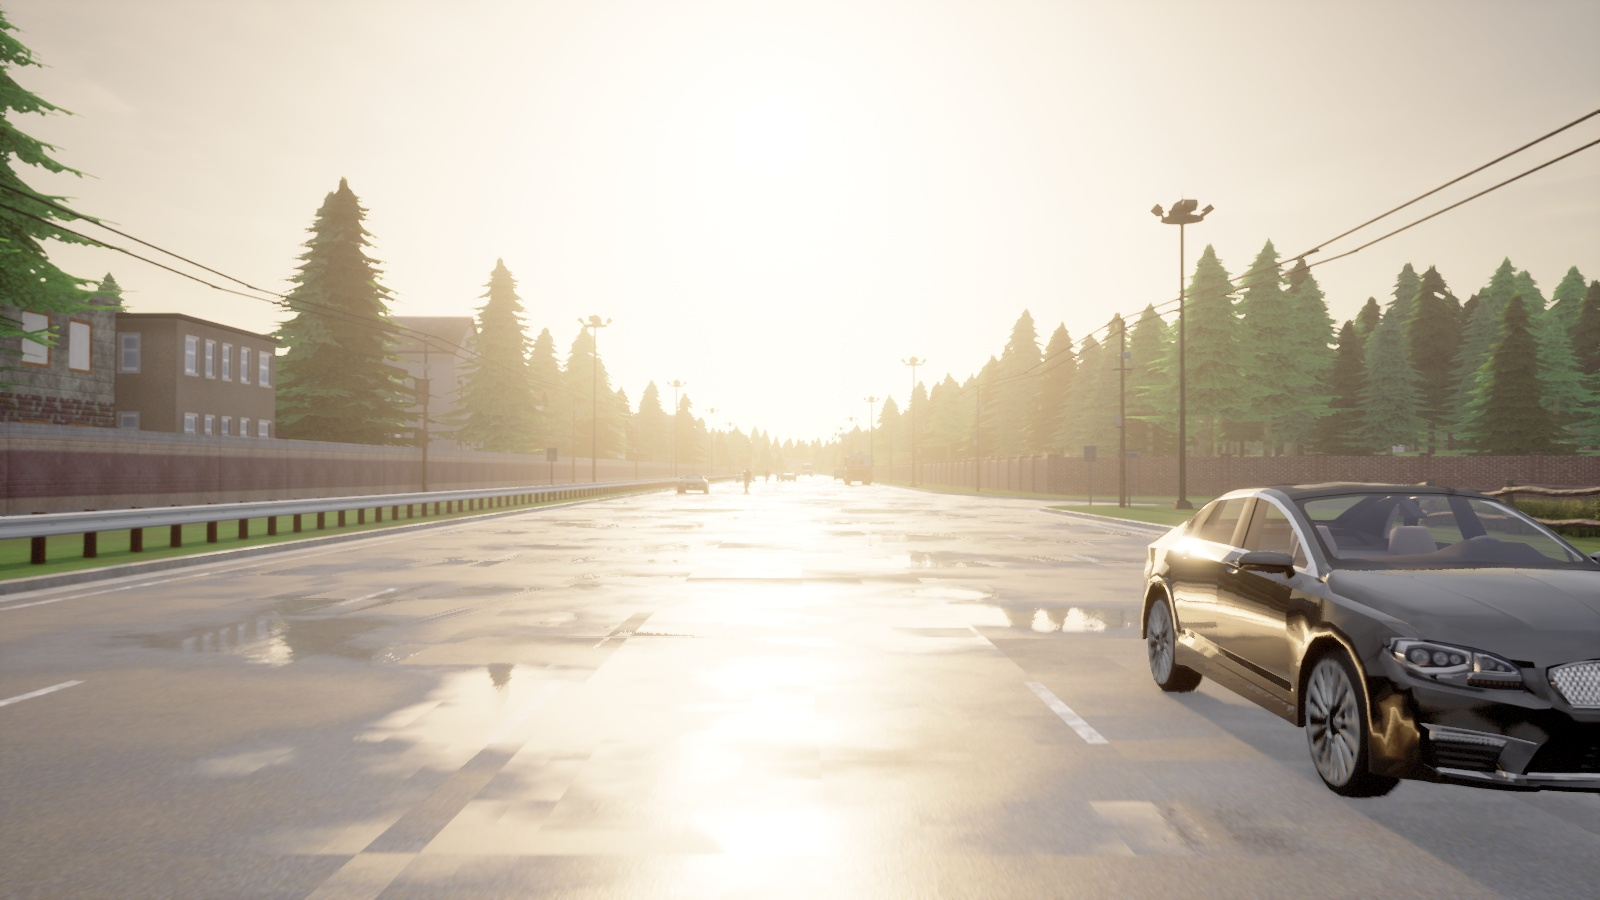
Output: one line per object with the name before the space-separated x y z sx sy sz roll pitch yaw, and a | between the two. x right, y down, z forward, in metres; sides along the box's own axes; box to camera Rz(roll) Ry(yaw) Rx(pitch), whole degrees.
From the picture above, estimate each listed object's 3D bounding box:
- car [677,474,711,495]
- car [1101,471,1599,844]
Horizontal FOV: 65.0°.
car | -7.205 2.338 85.478 1.994 1.385 4.181 0 -1 0
car | 3.481 0.884 7.573 2.128 1.511 4.902 0 -1 0
